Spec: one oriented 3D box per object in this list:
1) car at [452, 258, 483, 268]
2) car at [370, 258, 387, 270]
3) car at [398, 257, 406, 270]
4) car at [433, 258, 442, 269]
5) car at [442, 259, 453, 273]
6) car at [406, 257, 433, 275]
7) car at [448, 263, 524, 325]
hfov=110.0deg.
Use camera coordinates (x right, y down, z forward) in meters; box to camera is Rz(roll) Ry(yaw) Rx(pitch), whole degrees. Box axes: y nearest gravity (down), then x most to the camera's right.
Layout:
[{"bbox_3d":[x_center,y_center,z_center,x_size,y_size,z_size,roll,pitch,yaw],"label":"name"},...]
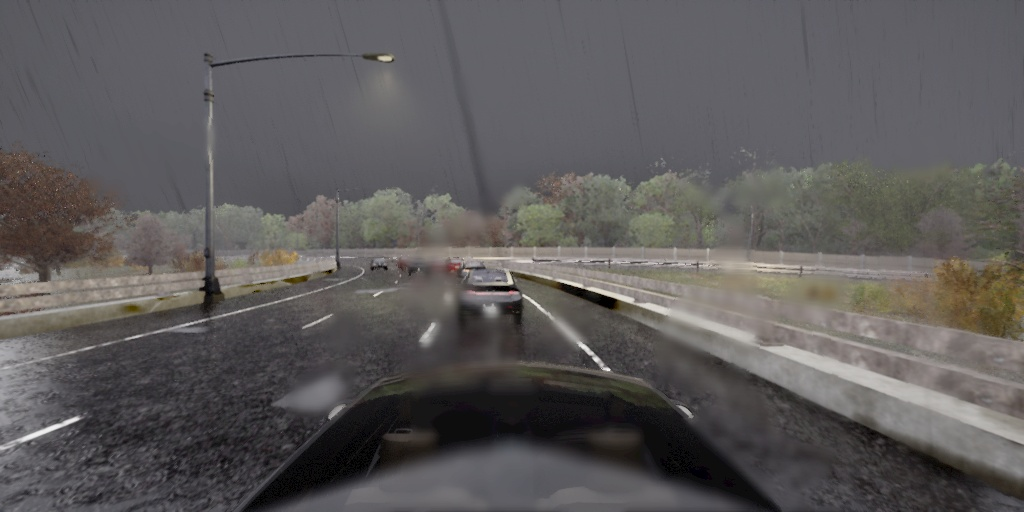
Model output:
[{"bbox_3d":[-2.689,1.068,24.025,2.128,1.511,4.902,0,0,-11],"label":"car"},{"bbox_3d":[-16.528,0.974,44.312,2.033,1.411,5.357,0,1,-24],"label":"car"},{"bbox_3d":[-13.453,0.890,45.875,1.882,1.535,5.008,0,1,-24],"label":"car"},{"bbox_3d":[-9.663,0.974,45.989,1.994,1.385,4.181,0,1,-23],"label":"car"},{"bbox_3d":[-5.308,0.975,34.389,1.882,1.535,5.008,0,0,-17],"label":"car"},{"bbox_3d":[-8.884,1.007,34.196,1.837,1.490,4.892,0,1,-17],"label":"car"},{"bbox_3d":[-0.757,1.165,11.589,2.128,1.511,4.902,0,0,-6],"label":"car"}]
